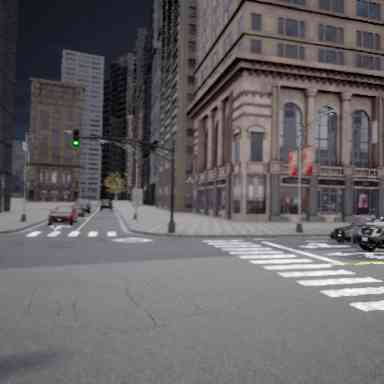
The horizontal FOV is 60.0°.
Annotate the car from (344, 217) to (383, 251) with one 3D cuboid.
[{"bbox_3d":[10.171,1.762,15.090,5.566,2.045,2.150,1,-2,-14],"label":"car"}]

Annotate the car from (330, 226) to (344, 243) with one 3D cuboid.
[{"bbox_3d":[9.865,2.190,18.353,4.181,1.385,1.994,1,-2,-14],"label":"car"}]

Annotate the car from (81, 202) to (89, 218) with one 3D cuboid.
[{"bbox_3d":[-13.102,2.166,37.503,1.994,1.385,4.181,2,-1,-14],"label":"car"}]

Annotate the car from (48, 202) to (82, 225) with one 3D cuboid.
[{"bbox_3d":[-10.712,1.906,27.910,1.882,1.535,5.008,2,-1,-13],"label":"car"}]

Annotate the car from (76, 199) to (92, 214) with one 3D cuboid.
[{"bbox_3d":[-15.599,2.008,47.640,2.150,2.045,5.566,2,-1,-14],"label":"car"}]

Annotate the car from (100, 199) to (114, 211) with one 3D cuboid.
[{"bbox_3d":[-14.793,2.270,57.621,2.150,2.045,5.566,2,-1,-14],"label":"car"}]
